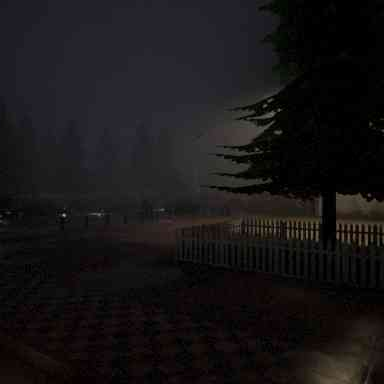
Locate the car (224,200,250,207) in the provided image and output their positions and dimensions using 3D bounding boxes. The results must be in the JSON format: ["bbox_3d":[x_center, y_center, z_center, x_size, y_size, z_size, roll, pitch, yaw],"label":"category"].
[{"bbox_3d":[6.661,1.564,50.980,1.994,1.385,4.181,0,0,37],"label":"car"}]

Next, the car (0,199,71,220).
[{"bbox_3d":[-13.660,1.547,28.824,2.033,1.411,5.357,0,0,35],"label":"car"}]

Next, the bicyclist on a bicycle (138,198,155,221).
[{"bbox_3d":[-3.355,1.302,24.356,1.656,1.620,0.582,0,0,35],"label":"bicyclist on a bicycle"}]

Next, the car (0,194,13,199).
[{"bbox_3d":[-18.147,1.222,28.558,2.150,2.045,5.566,0,0,35],"label":"car"}]

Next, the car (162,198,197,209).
[{"bbox_3d":[-1.646,1.547,45.649,2.033,1.411,5.357,0,0,36],"label":"car"}]

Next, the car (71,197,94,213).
[{"bbox_3d":[-12.546,1.352,36.412,2.097,1.767,4.553,0,0,36],"label":"car"}]

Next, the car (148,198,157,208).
[{"bbox_3d":[-6.601,1.526,44.746,1.812,1.442,4.674,0,0,36],"label":"car"}]

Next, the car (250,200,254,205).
[{"bbox_3d":[11.540,1.564,57.825,1.994,1.385,4.181,0,0,36],"label":"car"}]

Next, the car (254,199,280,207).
[{"bbox_3d":[12.473,1.222,53.086,2.150,2.045,5.566,0,0,35],"label":"car"}]

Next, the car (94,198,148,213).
[{"bbox_3d":[-7.815,1.547,37.020,2.033,1.411,5.357,0,0,35],"label":"car"}]

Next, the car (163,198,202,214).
[{"bbox_3d":[-0.807,1.505,34.453,1.837,1.490,4.892,0,0,35],"label":"car"}]
